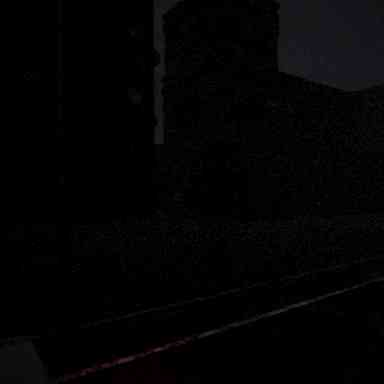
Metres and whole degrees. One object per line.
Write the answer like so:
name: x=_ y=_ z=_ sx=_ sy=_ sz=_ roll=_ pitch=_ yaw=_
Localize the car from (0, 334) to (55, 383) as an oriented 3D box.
car: x=-2.979 y=1.602 z=1.255 sx=4.718 sy=1.301 sz=1.895 roll=0 pitch=0 yaw=-35
